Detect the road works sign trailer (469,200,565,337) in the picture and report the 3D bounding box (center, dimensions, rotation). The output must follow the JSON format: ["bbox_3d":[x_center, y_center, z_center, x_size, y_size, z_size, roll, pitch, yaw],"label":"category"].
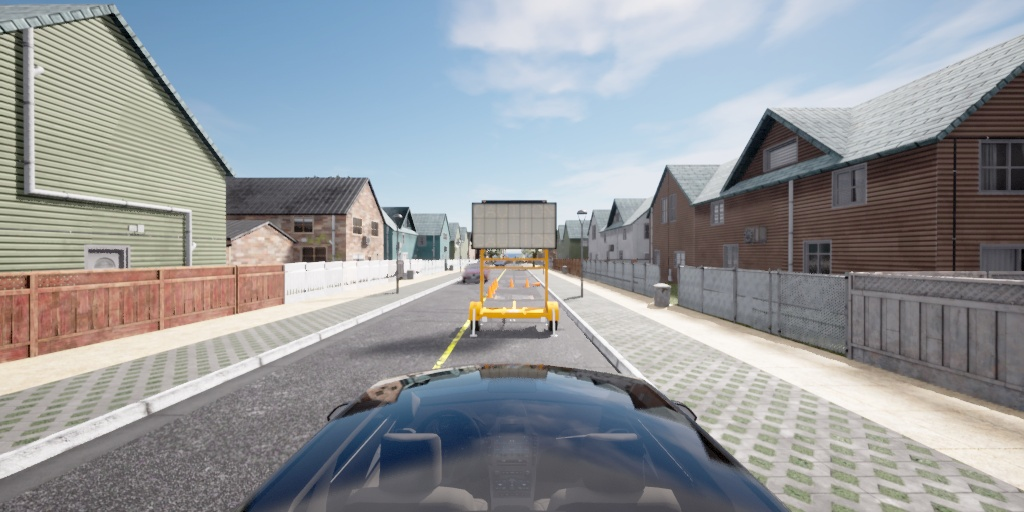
[{"bbox_3d":[0.063,0.214,10.276,2.380,3.560,2.880,0,0,1],"label":"road works sign trailer"}]

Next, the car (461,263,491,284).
[{"bbox_3d":[-2.684,1.303,27.599,1.812,1.442,4.674,0,0,0],"label":"car"}]
